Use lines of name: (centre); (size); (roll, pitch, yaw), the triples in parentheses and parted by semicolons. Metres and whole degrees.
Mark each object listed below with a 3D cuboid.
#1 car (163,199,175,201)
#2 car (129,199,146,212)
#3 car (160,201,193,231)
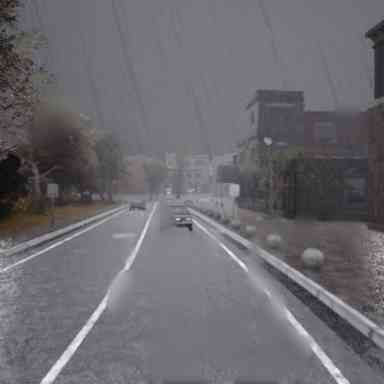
car: (-2.764, 1.545, 39.975); (2.033, 1.411, 5.357); (0, 0, -5)
car: (-6.474, 1.547, 39.994); (2.033, 1.411, 5.357); (0, 0, -5)
car: (-0.997, 1.544, 20.622); (2.033, 1.411, 5.357); (0, 0, -5)
